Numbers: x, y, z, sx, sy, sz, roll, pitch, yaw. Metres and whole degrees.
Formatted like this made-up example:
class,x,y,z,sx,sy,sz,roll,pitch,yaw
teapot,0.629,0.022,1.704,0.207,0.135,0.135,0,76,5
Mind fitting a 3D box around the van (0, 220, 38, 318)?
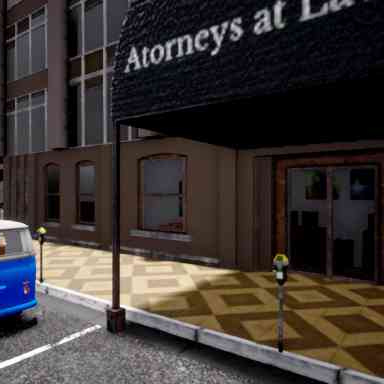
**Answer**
class,x,y,z,sx,sy,sz,roll,pitch,yaw
van,-4.540,1.341,6.098,3.998,1.788,1.690,0,0,35
